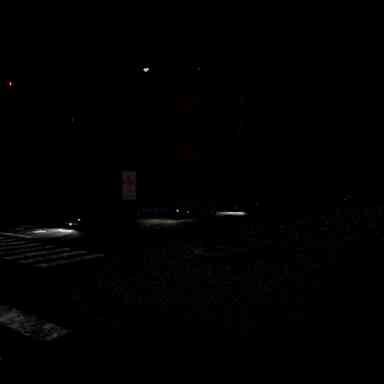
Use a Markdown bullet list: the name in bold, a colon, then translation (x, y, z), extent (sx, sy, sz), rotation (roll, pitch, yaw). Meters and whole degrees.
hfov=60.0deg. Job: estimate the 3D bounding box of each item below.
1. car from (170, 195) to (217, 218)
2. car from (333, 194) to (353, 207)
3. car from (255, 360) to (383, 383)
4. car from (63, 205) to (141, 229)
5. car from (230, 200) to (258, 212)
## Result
- **car**: translation (0.302, 1.261, 31.031), extent (2.150, 2.045, 5.566), rotation (0, 0, 34)
- **car**: translation (24.020, 1.347, 52.927), extent (2.150, 2.045, 5.566), rotation (0, 0, 35)
- **car**: translation (2.143, 1.551, 1.314), extent (4.403, 1.369, 2.008), rotation (0, 0, 36)
- **car**: translation (-5.836, 1.568, 22.358), extent (2.033, 1.411, 5.357), rotation (0, 0, 35)
- **car**: translation (6.112, 1.624, 39.217), extent (1.994, 1.385, 4.181), rotation (0, 0, 35)
